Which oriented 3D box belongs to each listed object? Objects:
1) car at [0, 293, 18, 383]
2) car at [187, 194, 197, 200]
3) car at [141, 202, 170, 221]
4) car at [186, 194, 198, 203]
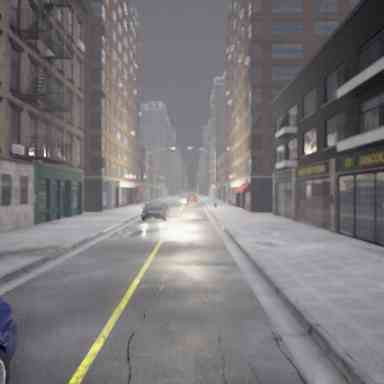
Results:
[{"bbox_3d":[-2.837,1.519,1.929,1.812,1.442,4.674,0,0,0],"label":"car"},{"bbox_3d":[0.013,1.153,74.713,1.994,1.385,4.181,0,0,0],"label":"car"},{"bbox_3d":[-2.754,1.464,26.180,2.033,1.411,5.357,0,0,0],"label":"car"},{"bbox_3d":[0.011,1.152,64.646,2.097,1.767,4.553,0,0,0],"label":"car"}]
